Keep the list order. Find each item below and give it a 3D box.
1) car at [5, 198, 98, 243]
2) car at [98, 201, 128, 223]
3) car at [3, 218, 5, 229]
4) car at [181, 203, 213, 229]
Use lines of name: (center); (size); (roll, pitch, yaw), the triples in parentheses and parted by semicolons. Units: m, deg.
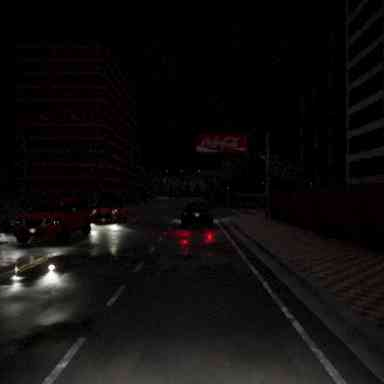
car: (-6.904, 1.349, 17.239); (2.150, 2.045, 5.566); (0, 0, 1)
car: (-6.711, 1.555, 27.500); (2.097, 1.767, 4.553); (0, 0, 1)
car: (-10.319, 1.652, 21.753); (2.128, 1.511, 4.902); (0, -1, 1)
car: (0.345, 1.527, 23.464); (2.097, 1.767, 4.553); (0, 0, 1)
